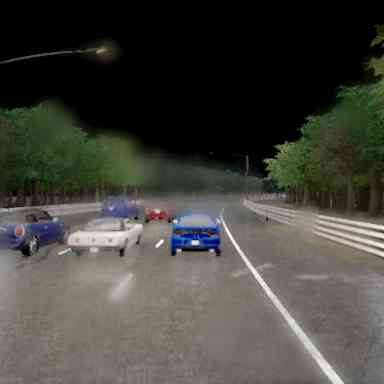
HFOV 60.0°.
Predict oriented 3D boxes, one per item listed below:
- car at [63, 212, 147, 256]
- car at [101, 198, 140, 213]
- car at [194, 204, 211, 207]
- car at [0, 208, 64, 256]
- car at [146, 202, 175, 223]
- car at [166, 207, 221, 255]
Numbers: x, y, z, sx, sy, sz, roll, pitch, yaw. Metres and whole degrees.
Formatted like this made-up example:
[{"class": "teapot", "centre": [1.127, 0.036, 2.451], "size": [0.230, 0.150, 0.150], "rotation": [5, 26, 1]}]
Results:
[{"class": "car", "centre": [-3.314, 1.735, 13.763], "size": [1.895, 1.301, 4.718], "rotation": [0, -1, 2]}, {"class": "car", "centre": [-6.084, 1.499, 28.690], "size": [2.150, 2.045, 5.566], "rotation": [0, 0, 4]}, {"class": "car", "centre": [0.925, 1.779, 28.506], "size": [2.128, 1.511, 4.902], "rotation": [0, -1, 4]}, {"class": "car", "centre": [-6.812, 1.483, 13.840], "size": [2.097, 1.767, 4.553], "rotation": [0, -1, 2]}, {"class": "car", "centre": [-2.585, 1.633, 28.517], "size": [2.097, 1.767, 4.553], "rotation": [0, -1, 4]}, {"class": "car", "centre": [0.202, 1.616, 14.008], "size": [1.882, 1.535, 5.008], "rotation": [0, 0, 2]}]
